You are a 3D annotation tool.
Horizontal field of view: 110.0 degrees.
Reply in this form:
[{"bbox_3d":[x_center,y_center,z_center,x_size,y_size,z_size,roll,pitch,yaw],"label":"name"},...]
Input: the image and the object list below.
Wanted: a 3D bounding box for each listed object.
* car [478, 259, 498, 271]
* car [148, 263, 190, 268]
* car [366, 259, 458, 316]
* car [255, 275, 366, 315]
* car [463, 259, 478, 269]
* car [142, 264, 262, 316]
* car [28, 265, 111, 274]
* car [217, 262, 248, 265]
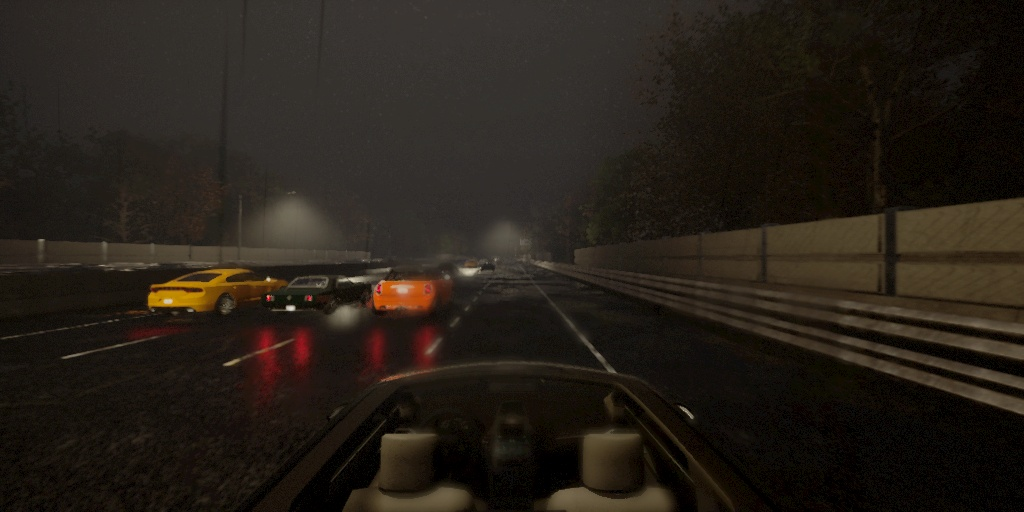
[{"bbox_3d":[-3.485,1.493,52.803,1.994,1.385,4.181,0,0,0],"label":"car"},{"bbox_3d":[-28.010,1.312,29.224,2.033,1.411,5.357,0,0,2],"label":"car"},{"bbox_3d":[-3.495,1.135,13.615,2.097,1.767,4.553,0,0,0],"label":"car"},{"bbox_3d":[-6.994,1.373,13.559,1.895,1.301,4.718,0,0,0],"label":"car"},{"bbox_3d":[-6.982,1.435,63.049,1.882,1.535,5.008,0,0,0],"label":"car"},{"bbox_3d":[-10.493,1.238,13.421,1.882,1.535,5.008,0,0,0],"label":"car"},{"bbox_3d":[-31.544,1.305,25.682,1.994,1.385,4.181,0,0,0],"label":"car"},{"bbox_3d":[-24.520,1.274,31.193,2.128,1.511,4.902,0,0,1],"label":"car"}]
